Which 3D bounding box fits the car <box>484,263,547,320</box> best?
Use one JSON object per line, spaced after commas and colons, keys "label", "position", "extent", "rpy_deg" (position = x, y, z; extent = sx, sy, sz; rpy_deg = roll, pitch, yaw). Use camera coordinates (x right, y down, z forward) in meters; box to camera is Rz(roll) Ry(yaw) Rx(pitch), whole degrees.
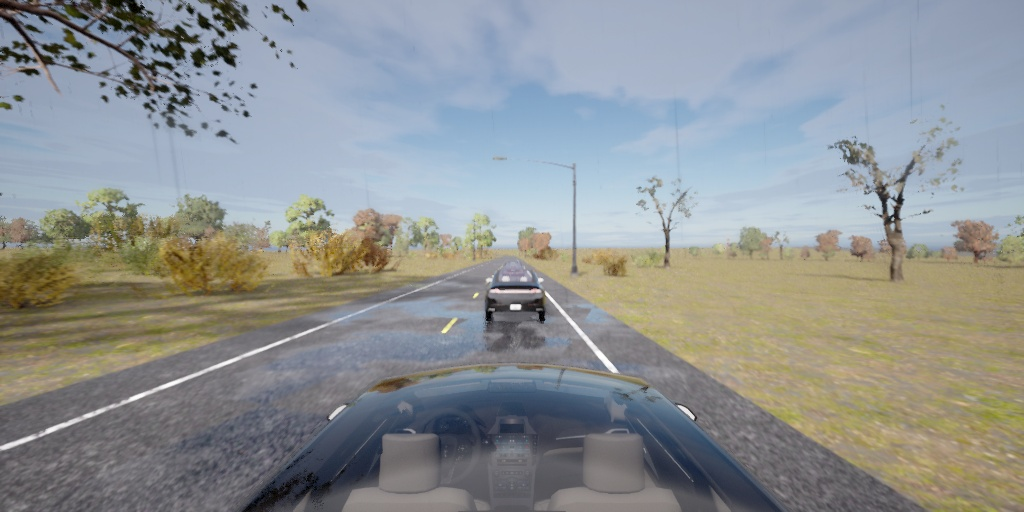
{"label": "car", "position": [0.100, 1.178, 12.266], "extent": [2.128, 1.511, 4.902], "rpy_deg": [0, 0, 0]}

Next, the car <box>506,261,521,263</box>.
{"label": "car", "position": [0.102, 1.133, 29.664], "extent": [2.033, 1.411, 5.357], "rpy_deg": [0, 0, 0]}
